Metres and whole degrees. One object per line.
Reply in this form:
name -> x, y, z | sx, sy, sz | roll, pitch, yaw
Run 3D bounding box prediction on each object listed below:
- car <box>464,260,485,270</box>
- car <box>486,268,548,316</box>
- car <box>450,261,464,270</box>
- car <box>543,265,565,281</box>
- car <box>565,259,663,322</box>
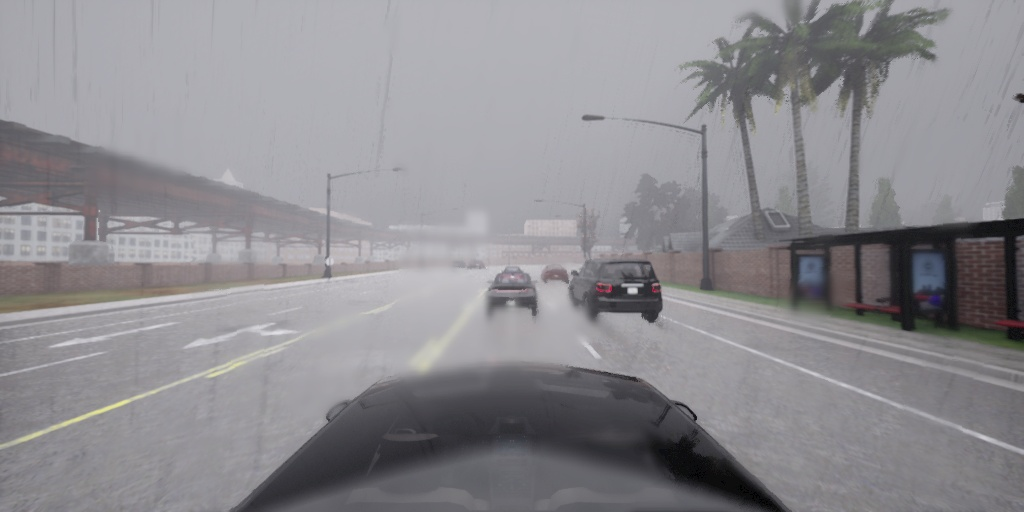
car -> -6.153, 1.497, 62.286 | 2.097, 1.767, 4.553 | 0, 0, 10
car -> 0.045, 1.391, 14.122 | 2.128, 1.511, 4.902 | 0, 0, 1
car -> -9.468, 1.667, 63.683 | 1.837, 1.490, 4.892 | -1, 0, 10
car -> 3.562, 1.474, 30.268 | 1.882, 1.535, 5.008 | 0, 0, 1
car -> 3.533, 1.113, 13.103 | 2.150, 2.045, 5.566 | 0, 0, 0
